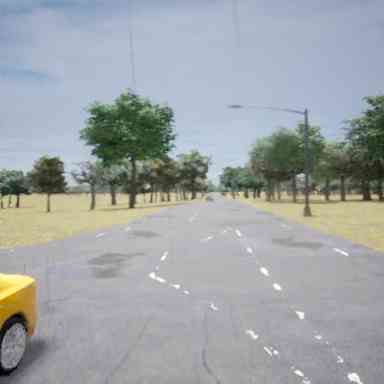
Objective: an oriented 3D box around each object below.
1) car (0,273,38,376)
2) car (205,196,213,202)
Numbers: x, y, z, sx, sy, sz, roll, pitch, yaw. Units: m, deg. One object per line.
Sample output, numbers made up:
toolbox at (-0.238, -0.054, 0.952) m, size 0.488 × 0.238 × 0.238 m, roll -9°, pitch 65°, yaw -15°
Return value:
car at (-3.342, 1.593, 3.013) m, size 1.882 × 1.535 × 5.008 m, roll -1°, pitch -2°, yaw 2°
car at (4.593, 1.873, 89.421) m, size 1.837 × 1.490 × 4.892 m, roll 0°, pitch 0°, yaw 11°
